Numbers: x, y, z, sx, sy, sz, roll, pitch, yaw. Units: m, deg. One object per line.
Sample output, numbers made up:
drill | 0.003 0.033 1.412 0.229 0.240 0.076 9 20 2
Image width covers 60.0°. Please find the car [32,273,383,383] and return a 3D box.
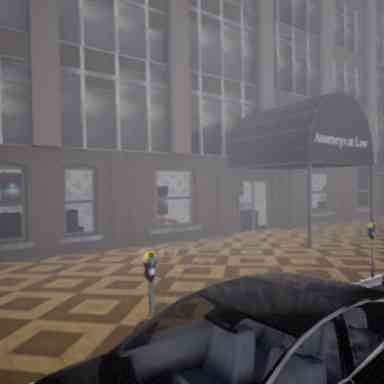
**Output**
car | 0.539 1.529 2.823 4.313 1.339 1.947 -1 0 -35
